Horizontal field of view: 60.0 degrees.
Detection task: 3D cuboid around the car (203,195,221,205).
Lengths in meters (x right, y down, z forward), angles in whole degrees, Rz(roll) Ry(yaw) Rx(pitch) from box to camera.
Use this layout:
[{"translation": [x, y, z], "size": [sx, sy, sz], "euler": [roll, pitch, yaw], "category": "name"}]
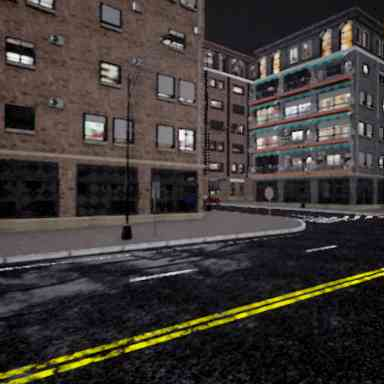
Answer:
[{"translation": [2.317, 1.143, 47.483], "size": [1.802, 1.307, 4.206], "euler": [2, 0, -37], "category": "car"}]
